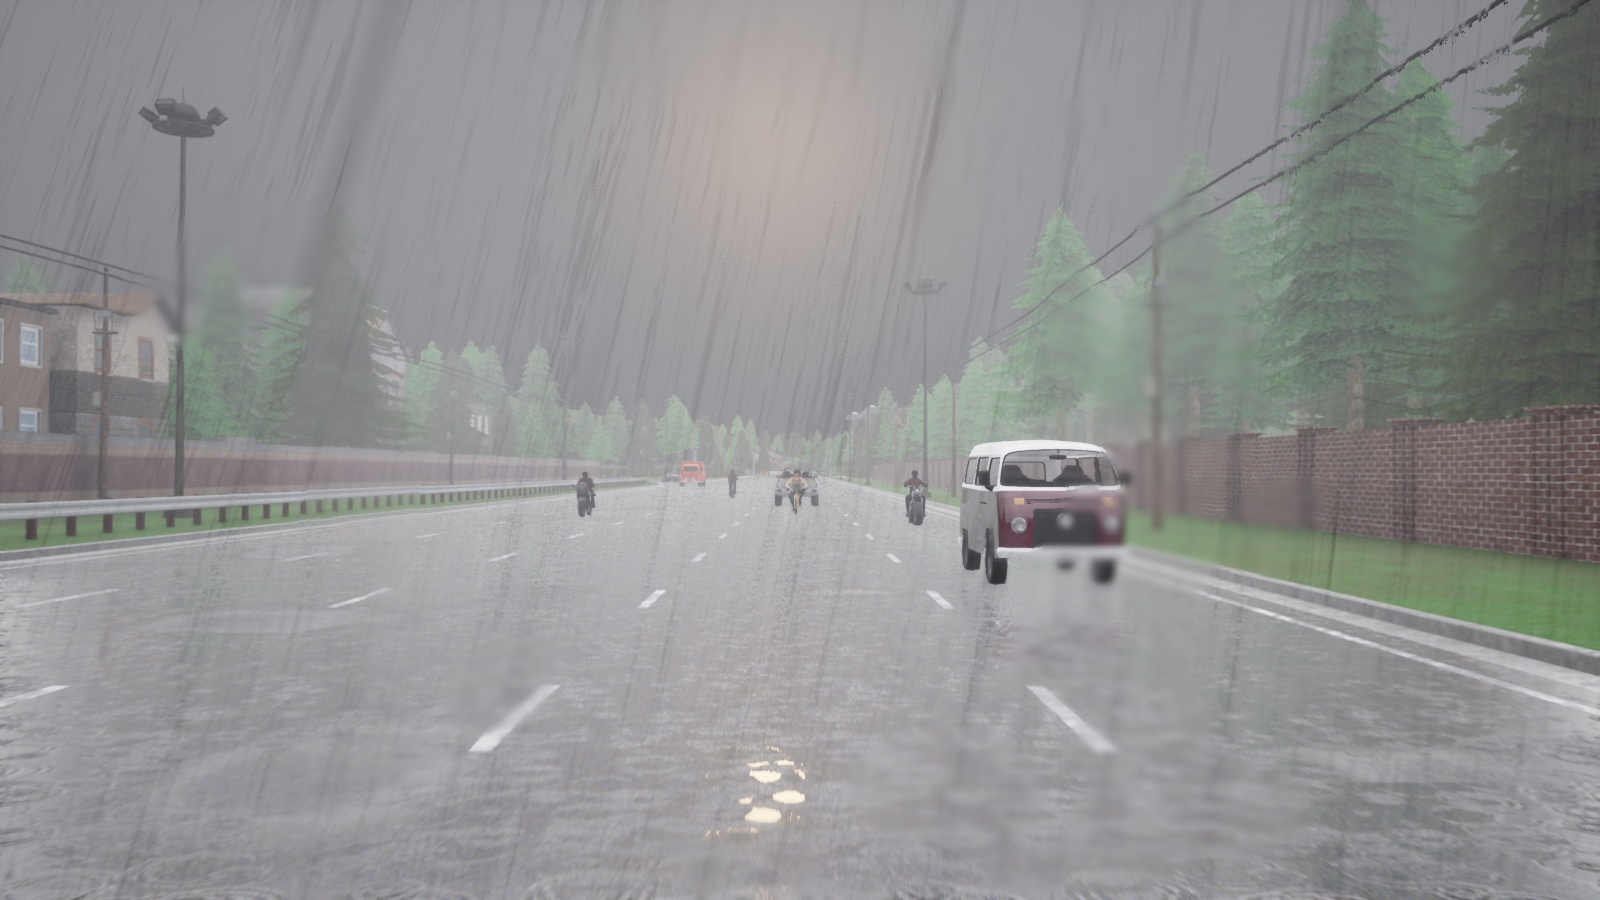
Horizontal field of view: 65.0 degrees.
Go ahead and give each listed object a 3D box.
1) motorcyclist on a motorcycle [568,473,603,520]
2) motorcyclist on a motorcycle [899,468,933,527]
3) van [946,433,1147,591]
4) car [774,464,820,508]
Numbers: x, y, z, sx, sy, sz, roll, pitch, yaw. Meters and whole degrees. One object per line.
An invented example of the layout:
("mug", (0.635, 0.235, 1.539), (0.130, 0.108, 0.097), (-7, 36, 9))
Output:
("motorcyclist on a motorcycle", (-7.100, 1.522, 41.646), (0.797, 1.523, 2.044), (0, -1, 0))
("motorcyclist on a motorcycle", (3.411, 1.370, 36.965), (0.766, 1.649, 2.350), (0, -1, 0))
("van", (3.454, 0.834, 18.519), (2.069, 2.038, 4.480), (0, -1, 0))
("car", (-0.136, 1.573, 56.244), (1.932, 1.855, 4.605), (0, -1, 0))
